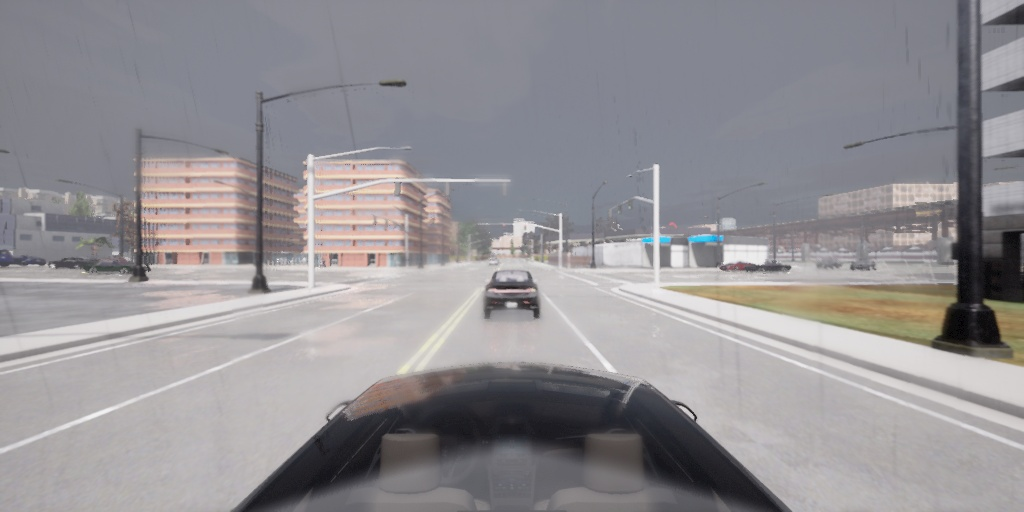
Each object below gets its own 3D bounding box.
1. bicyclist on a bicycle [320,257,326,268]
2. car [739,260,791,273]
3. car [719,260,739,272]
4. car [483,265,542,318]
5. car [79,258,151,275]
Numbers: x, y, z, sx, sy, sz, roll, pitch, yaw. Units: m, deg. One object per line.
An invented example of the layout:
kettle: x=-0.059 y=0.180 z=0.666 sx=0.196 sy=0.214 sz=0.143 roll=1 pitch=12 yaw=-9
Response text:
bicyclist on a bicycle: x=-26.468 y=0.940 z=50.271 sx=0.582 sy=1.620 sz=1.656 roll=1 pitch=0 yaw=1
car: x=28.637 y=1.267 z=40.343 sx=4.718 sy=1.301 sz=1.895 roll=0 pitch=0 yaw=-10
car: x=27.604 y=1.234 z=43.787 sx=4.181 sy=1.385 sz=1.994 roll=0 pitch=0 yaw=-9
car: x=0.005 y=1.244 z=12.984 sx=2.128 sy=1.511 sz=4.902 roll=0 pitch=0 yaw=0
car: x=-37.258 y=1.091 z=33.926 sx=4.718 sy=1.301 sz=1.895 roll=1 pitch=0 yaw=1
